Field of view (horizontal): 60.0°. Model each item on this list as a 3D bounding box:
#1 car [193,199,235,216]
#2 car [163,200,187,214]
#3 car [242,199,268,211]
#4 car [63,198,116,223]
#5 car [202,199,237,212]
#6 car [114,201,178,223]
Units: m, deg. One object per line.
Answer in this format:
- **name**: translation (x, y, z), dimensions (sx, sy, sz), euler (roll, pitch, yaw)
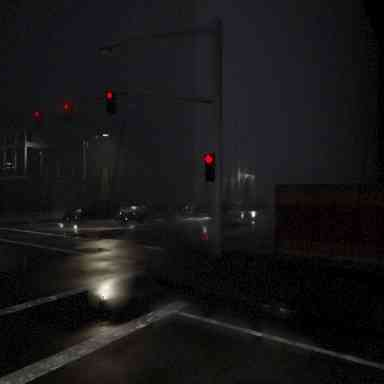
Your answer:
- **car**: translation (2.039, 1.533, 33.693), dimensions (1.882, 1.535, 5.008), euler (0, 0, 35)
- **car**: translation (-2.425, 1.560, 33.475), dimensions (1.837, 1.490, 4.892), euler (0, 0, 36)
- **car**: translation (8.015, 1.581, 42.007), dimensions (1.812, 1.442, 4.674), euler (0, 0, 36)
- **car**: translation (-7.748, 1.407, 26.047), dimensions (2.097, 1.767, 4.553), euler (0, 0, 36)
- **car**: translation (3.537, 1.603, 41.789), dimensions (2.033, 1.411, 5.357), euler (0, 0, 35)
- **car**: translation (-3.483, 1.656, 25.994), dimensions (1.895, 1.301, 4.718), euler (0, 0, 36)
